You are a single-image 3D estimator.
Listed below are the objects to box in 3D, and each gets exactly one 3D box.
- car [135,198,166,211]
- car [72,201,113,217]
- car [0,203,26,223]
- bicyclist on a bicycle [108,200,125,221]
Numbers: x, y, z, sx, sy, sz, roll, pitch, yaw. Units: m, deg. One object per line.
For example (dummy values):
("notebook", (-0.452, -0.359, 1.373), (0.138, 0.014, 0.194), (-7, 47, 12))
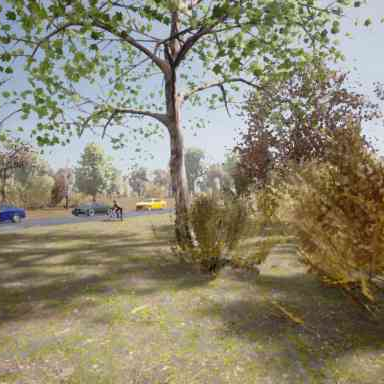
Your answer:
("car", (-5.136, 1.544, 41.670), (1.882, 1.535, 5.008), (0, 0, 27))
("car", (-9.721, 1.612, 32.656), (1.994, 1.385, 4.181), (0, 0, 27))
("car", (-14.246, 1.555, 23.715), (1.812, 1.442, 4.674), (0, 0, 27))
("bicyclist on a bicycle", (-5.933, 1.483, 26.076), (1.656, 1.620, 0.582), (0, 0, 27))
